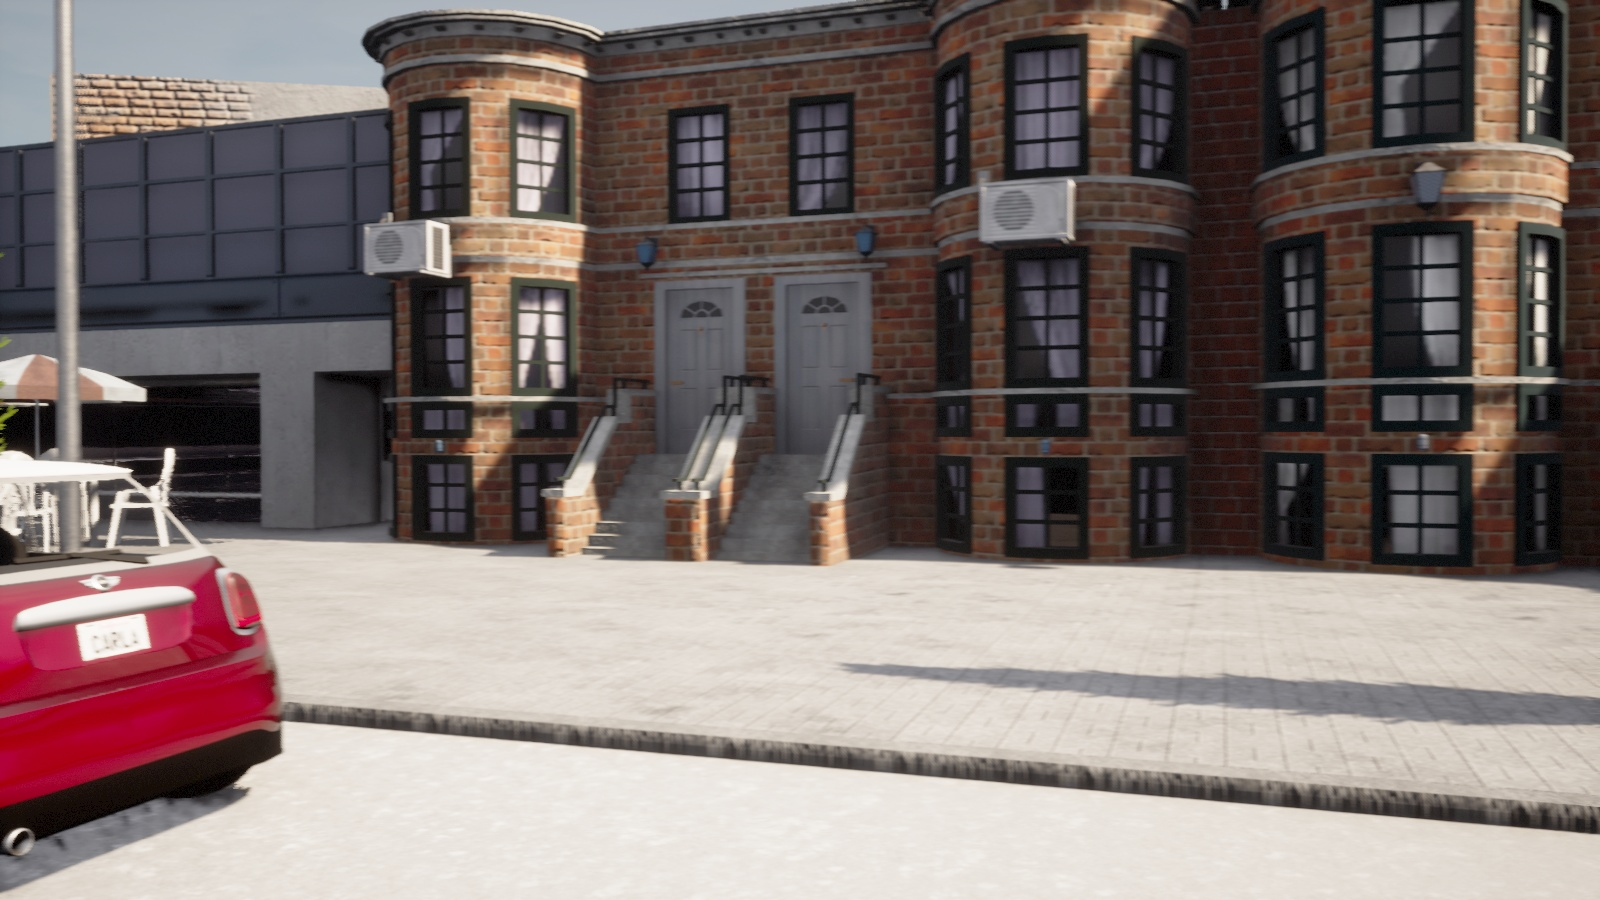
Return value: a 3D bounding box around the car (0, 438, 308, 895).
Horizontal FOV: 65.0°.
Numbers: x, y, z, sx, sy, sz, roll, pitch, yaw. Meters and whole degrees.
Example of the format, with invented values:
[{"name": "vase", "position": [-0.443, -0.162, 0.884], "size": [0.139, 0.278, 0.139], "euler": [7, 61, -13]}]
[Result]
[{"name": "car", "position": [-4.265, 0.693, 5.153], "size": [3.806, 1.475, 1.970], "euler": [1, 1, 19]}]
